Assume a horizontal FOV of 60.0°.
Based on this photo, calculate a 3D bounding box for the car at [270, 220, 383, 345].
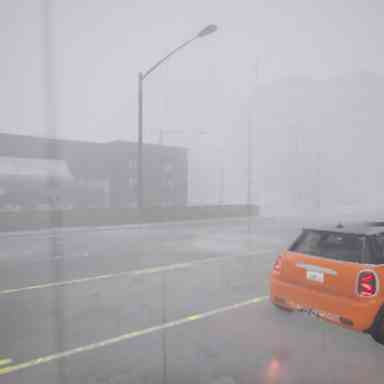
[{"bbox_3d":[3.672,1.362,6.548,4.553,1.767,2.097,0,0,-36],"label":"car"}]
